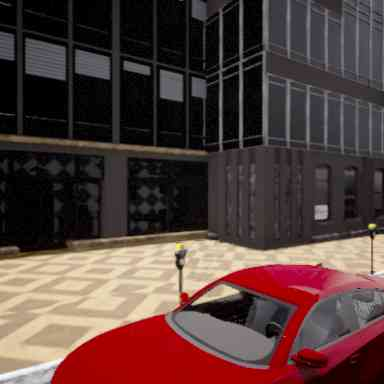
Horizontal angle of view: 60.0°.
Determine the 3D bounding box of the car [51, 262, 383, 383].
[{"bbox_3d":[0.901,1.528,3.510,4.507,1.381,1.887,0,0,-35],"label":"car"}]
